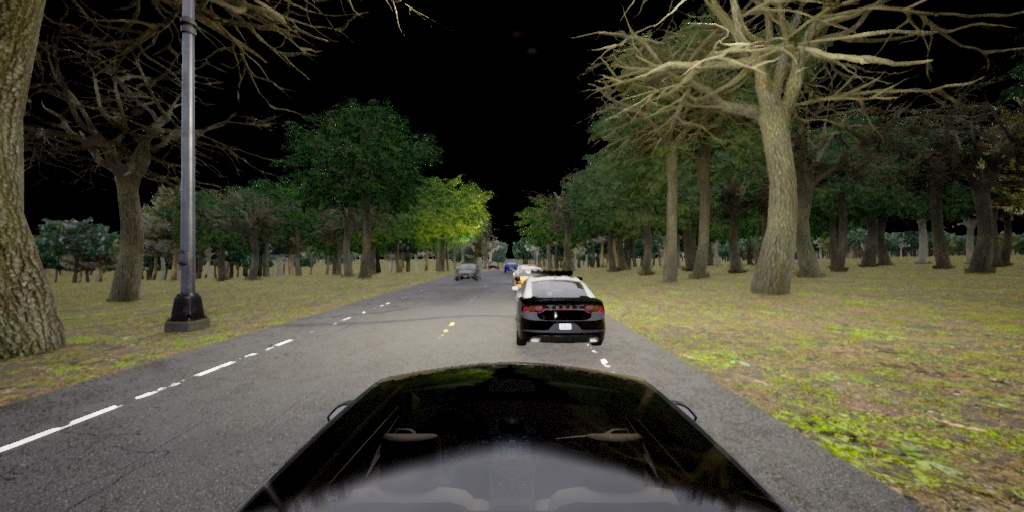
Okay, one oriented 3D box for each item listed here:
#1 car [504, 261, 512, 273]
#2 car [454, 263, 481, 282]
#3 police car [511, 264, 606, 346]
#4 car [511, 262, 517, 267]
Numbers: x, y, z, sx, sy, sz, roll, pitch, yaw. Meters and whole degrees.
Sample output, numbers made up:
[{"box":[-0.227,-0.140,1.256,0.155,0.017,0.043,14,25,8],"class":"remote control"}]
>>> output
[{"box":[-0.064,1.498,48.904,1.882,1.535,5.008,0,-1,0],"class":"car"},{"box":[-3.654,1.357,30.275,1.837,1.490,4.892,0,0,0],"class":"car"},{"box":[1.036,1.184,9.588,1.930,1.638,5.238,0,0,0],"class":"police car"},{"box":[1.016,1.251,19.670,1.801,1.575,5.366,0,0,0],"class":"car"}]
